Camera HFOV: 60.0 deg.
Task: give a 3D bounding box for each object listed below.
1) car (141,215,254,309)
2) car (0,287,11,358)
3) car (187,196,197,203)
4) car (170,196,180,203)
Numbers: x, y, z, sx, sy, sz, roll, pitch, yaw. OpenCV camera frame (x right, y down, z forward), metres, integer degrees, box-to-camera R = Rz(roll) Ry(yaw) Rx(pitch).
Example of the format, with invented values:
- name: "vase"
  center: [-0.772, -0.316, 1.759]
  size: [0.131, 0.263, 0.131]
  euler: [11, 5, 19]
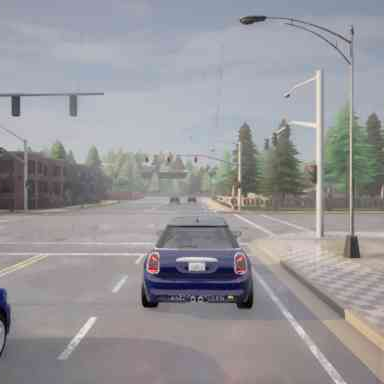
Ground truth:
- name: "car"
  center: [0.154, 1.352, 8.060]
  size: [2.097, 1.767, 4.553]
  euler: [0, 0, 2]
- name: "car"
  center: [-3.442, 1.478, 2.604]
  size: [1.882, 1.535, 5.008]
  euler: [0, 0, 0]
- name: "car"
  center: [-0.003, 1.503, 68.348]
  size: [1.837, 1.490, 4.892]
  euler: [0, 0, 0]
- name: "car"
  center: [-3.503, 1.503, 68.348]
  size: [1.837, 1.490, 4.892]
  euler: [0, 0, 0]
